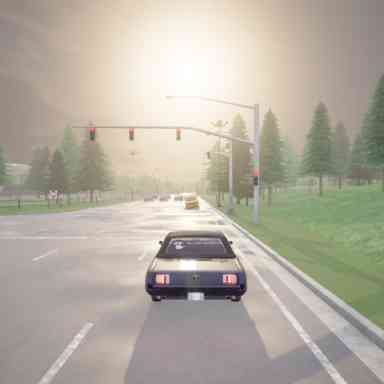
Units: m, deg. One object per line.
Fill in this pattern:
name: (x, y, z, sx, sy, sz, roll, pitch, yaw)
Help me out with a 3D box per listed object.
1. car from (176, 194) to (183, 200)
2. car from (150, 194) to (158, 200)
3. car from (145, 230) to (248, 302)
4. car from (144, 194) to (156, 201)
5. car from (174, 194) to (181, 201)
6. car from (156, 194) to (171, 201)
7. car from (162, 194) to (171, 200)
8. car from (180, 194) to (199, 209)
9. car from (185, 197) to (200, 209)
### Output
car: (-3.335, 1.357, 90.948, 1.812, 1.442, 4.674, 0, 0, 0)
car: (-10.335, 1.332, 90.961, 1.837, 1.490, 4.892, 0, 0, 0)
car: (0.094, 1.601, 8.234, 1.895, 1.301, 4.718, 0, 0, 0)
car: (-10.354, 1.531, 80.541, 2.033, 1.411, 5.357, 0, 0, 0)
car: (-3.353, 1.545, 80.945, 1.994, 1.385, 4.181, 0, 0, 0)
car: (-6.854, 1.531, 80.534, 2.033, 1.411, 5.357, 0, 0, 0)
car: (-6.835, 1.372, 90.954, 2.033, 1.411, 5.357, 0, 0, 0)
car: (-0.145, 1.067, 46.484, 1.882, 1.535, 5.008, -8, 16, -3)
car: (0.081, 1.588, 49.899, 2.033, 1.411, 5.357, 0, 2, 0)
